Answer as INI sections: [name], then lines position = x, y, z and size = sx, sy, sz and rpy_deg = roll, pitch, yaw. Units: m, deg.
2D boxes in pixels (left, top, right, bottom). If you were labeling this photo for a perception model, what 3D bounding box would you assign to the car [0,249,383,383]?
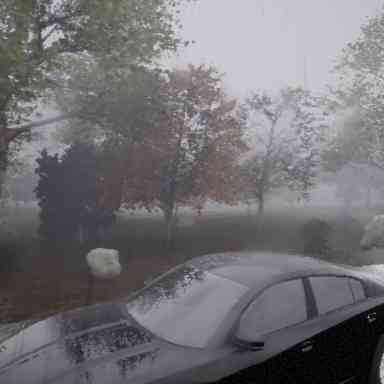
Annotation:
[car]
position = 0.514, 1.475, 3.705
size = 5.008, 1.535, 1.882
rpy_deg = 0, 0, -32
